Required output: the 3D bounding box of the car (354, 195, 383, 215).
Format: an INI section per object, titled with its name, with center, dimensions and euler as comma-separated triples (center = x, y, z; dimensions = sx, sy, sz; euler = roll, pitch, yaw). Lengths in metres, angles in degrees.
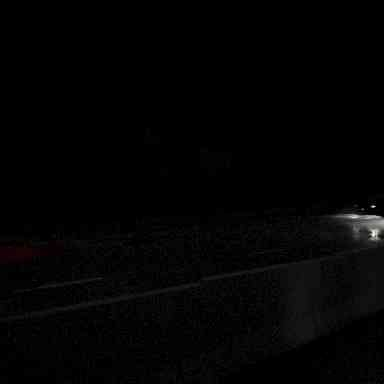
[car]
center = 15.548, 0.986, 27.985
dimensions = 4.674, 1.442, 1.812
euler = -4, 2, -35
